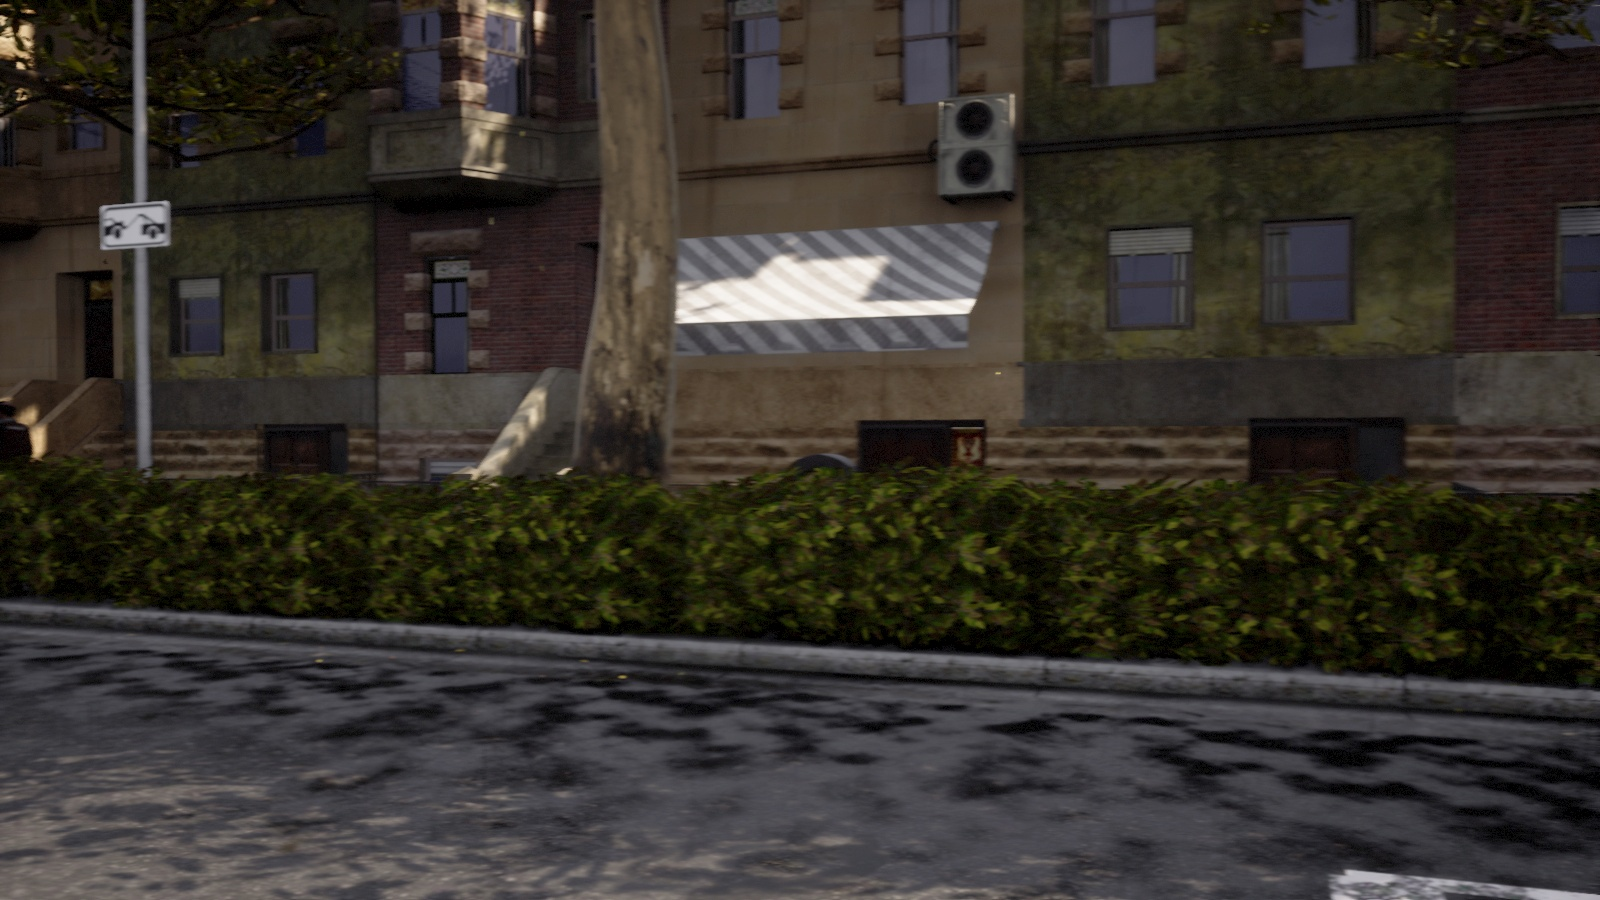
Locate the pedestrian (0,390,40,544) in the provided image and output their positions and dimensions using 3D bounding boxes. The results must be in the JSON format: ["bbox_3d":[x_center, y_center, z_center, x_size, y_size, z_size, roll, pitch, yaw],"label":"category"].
[{"bbox_3d":[-9.755,0.200,15.378,0.720,1.854,0.376,1,1,18],"label":"pedestrian"}]
